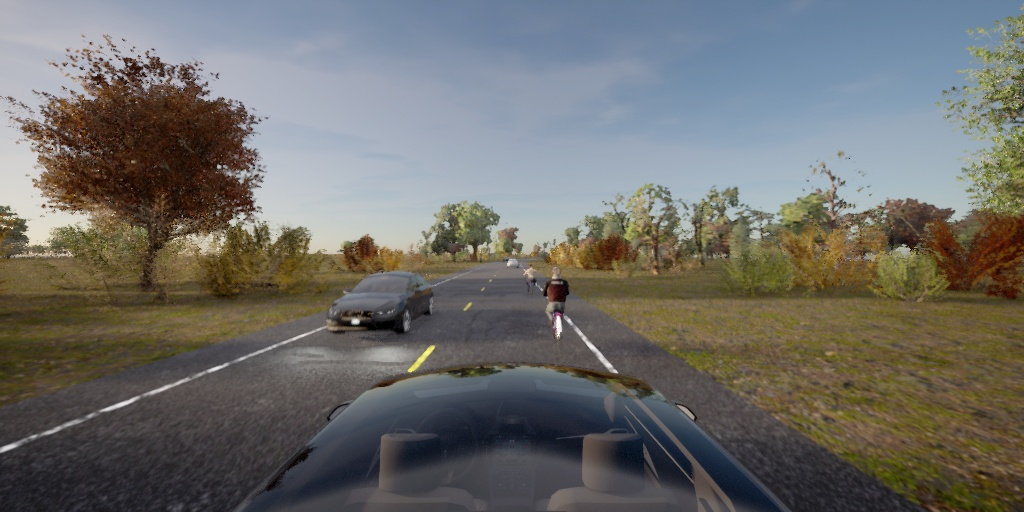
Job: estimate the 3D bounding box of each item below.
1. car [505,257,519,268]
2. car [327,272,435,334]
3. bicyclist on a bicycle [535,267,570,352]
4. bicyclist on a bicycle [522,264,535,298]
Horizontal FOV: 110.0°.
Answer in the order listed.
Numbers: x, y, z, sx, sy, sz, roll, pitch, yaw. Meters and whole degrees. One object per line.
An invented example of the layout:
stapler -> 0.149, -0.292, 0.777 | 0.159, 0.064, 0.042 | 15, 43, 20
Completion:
car -> 0.126, 1.228, 60.045 | 1.812, 1.442, 4.674 | 0, 0, 0
car -> -3.597, 1.255, 10.671 | 1.837, 1.490, 4.892 | 0, 0, 0
bicyclist on a bicycle -> 0.967, 1.121, 8.021 | 0.659, 1.776, 1.843 | 0, 0, 0
bicyclist on a bicycle -> 0.947, 1.186, 17.647 | 0.866, 1.612, 1.509 | 0, 0, 0
